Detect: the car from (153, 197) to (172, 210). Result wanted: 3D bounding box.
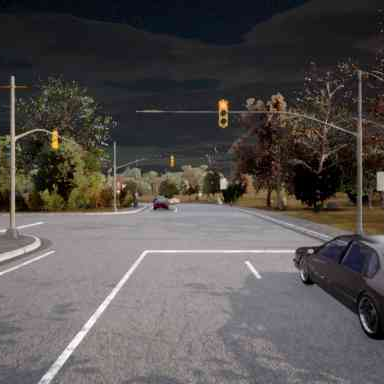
[{"bbox_3d":[-3.959,1.672,43.080,1.895,1.301,4.718,0,-1,-2],"label":"car"}]

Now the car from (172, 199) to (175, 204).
[{"bbox_3d":[-6.069,2.215,77.685,1.882,1.535,5.008,0,-1,-19],"label":"car"}]

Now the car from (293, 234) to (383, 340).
[{"bbox_3d":[3.609,1.547,6.472,2.033,1.411,5.357,0,0,0],"label":"car"}]

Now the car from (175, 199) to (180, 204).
[{"bbox_3d":[-4.423,2.361,83.323,1.812,1.442,4.674,0,-1,-22],"label":"car"}]
